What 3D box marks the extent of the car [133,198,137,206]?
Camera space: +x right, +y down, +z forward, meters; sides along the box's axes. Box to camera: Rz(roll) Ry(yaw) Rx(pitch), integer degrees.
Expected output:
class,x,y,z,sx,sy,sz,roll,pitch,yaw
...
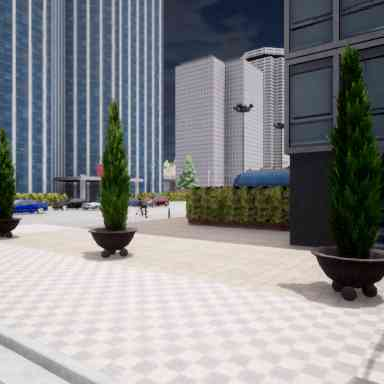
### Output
class,x,y,z,sx,sy,sz,roll,pitch,yaw
car,-9.297,1.547,50.524,2.033,1.411,5.357,0,0,35

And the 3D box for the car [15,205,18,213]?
class,x,y,z,sx,sy,sz,roll,pitch,yaw
car,-16.999,1.564,27.038,1.994,1.385,4.181,0,0,35

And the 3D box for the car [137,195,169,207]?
class,x,y,z,sx,sy,sz,roll,pitch,yaw
car,-5.500,1.352,49.828,2.097,1.767,4.553,0,0,35

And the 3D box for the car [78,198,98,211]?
class,x,y,z,sx,sy,sz,roll,pitch,yaw
car,-11.349,1.601,41.528,1.895,1.301,4.718,0,0,35

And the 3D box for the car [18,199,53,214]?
class,x,y,z,sx,sy,sz,roll,pitch,yaw
car,-17.060,1.477,33.396,1.882,1.535,5.008,0,0,35

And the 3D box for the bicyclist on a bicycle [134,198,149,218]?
class,x,y,z,sx,sy,sz,roll,pitch,yaw
bicyclist on a bicycle,-4.087,1.301,26.668,1.656,1.620,0.582,0,0,35

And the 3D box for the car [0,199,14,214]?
class,x,y,z,sx,sy,sz,roll,pitch,yaw
car,-21.029,1.505,33.832,1.837,1.490,4.892,0,0,35

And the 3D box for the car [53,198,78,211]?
class,x,y,z,sx,sy,sz,roll,pitch,yaw
car,-15.226,1.477,42.099,1.882,1.535,5.008,0,0,35
